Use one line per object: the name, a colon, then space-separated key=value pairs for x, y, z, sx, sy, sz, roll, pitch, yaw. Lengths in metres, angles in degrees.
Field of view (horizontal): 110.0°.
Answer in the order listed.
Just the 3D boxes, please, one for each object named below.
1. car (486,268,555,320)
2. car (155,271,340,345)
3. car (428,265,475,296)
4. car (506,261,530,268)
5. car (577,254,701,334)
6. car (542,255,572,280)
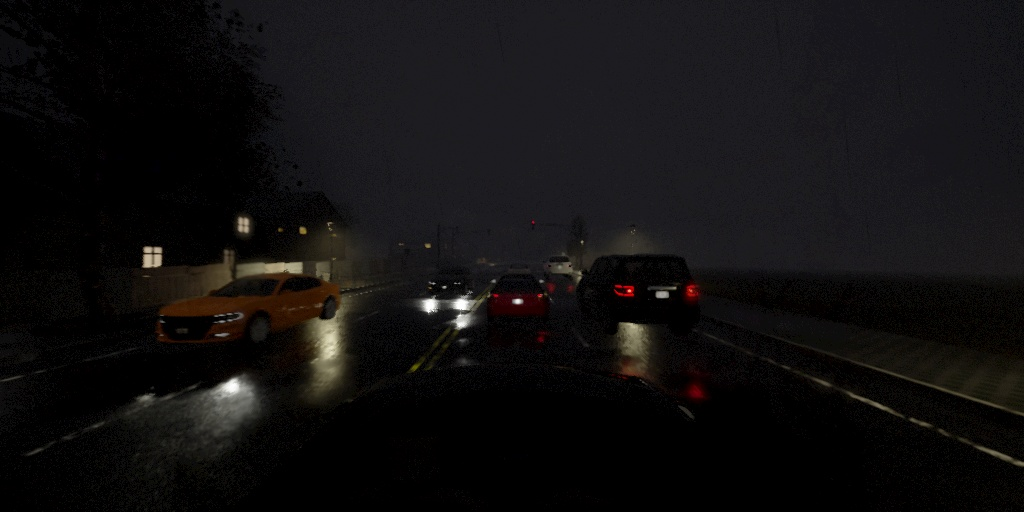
car: x=0.196 y=1.304 z=12.538 sx=1.994 sy=1.385 sz=4.181 roll=0 pitch=0 yaw=1
car: x=-6.549 y=1.217 z=9.646 sx=1.882 sy=1.535 sz=5.008 roll=0 pitch=0 yaw=1
car: x=-3.144 y=1.239 z=19.330 sx=1.837 sy=1.490 sz=4.892 roll=0 pitch=0 yaw=1
car: x=0.647 y=1.328 z=31.635 sx=1.895 sy=1.301 sz=4.718 roll=0 pitch=0 yaw=2
car: x=3.419 y=0.964 z=10.760 sx=2.150 sy=2.045 sz=5.566 roll=0 pitch=0 yaw=1
car: x=3.877 y=0.948 z=31.021 sx=2.150 sy=2.045 sz=5.566 roll=0 pitch=0 yaw=2
